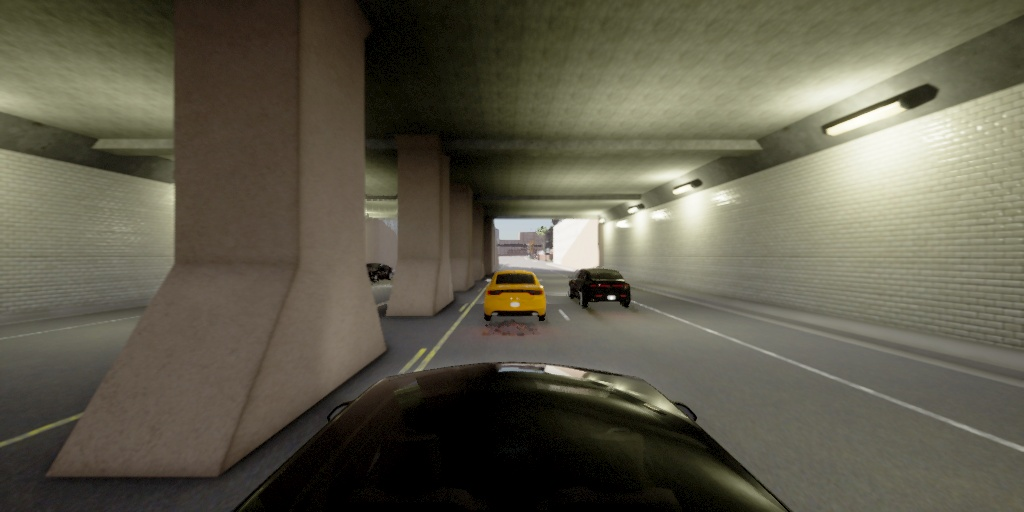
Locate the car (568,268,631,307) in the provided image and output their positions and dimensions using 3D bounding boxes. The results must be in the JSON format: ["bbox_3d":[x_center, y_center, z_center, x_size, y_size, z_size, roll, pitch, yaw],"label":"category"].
[{"bbox_3d":[3.604,1.256,15.389,1.837,1.490,4.892,0,0,0],"label":"car"}]

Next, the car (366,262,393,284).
[{"bbox_3d":[-10.590,1.230,27.247,1.882,1.535,5.008,0,0,0],"label":"car"}]

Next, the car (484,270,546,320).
[{"bbox_3d":[0.093,1.228,12.667,1.882,1.535,5.008,0,0,0],"label":"car"}]
